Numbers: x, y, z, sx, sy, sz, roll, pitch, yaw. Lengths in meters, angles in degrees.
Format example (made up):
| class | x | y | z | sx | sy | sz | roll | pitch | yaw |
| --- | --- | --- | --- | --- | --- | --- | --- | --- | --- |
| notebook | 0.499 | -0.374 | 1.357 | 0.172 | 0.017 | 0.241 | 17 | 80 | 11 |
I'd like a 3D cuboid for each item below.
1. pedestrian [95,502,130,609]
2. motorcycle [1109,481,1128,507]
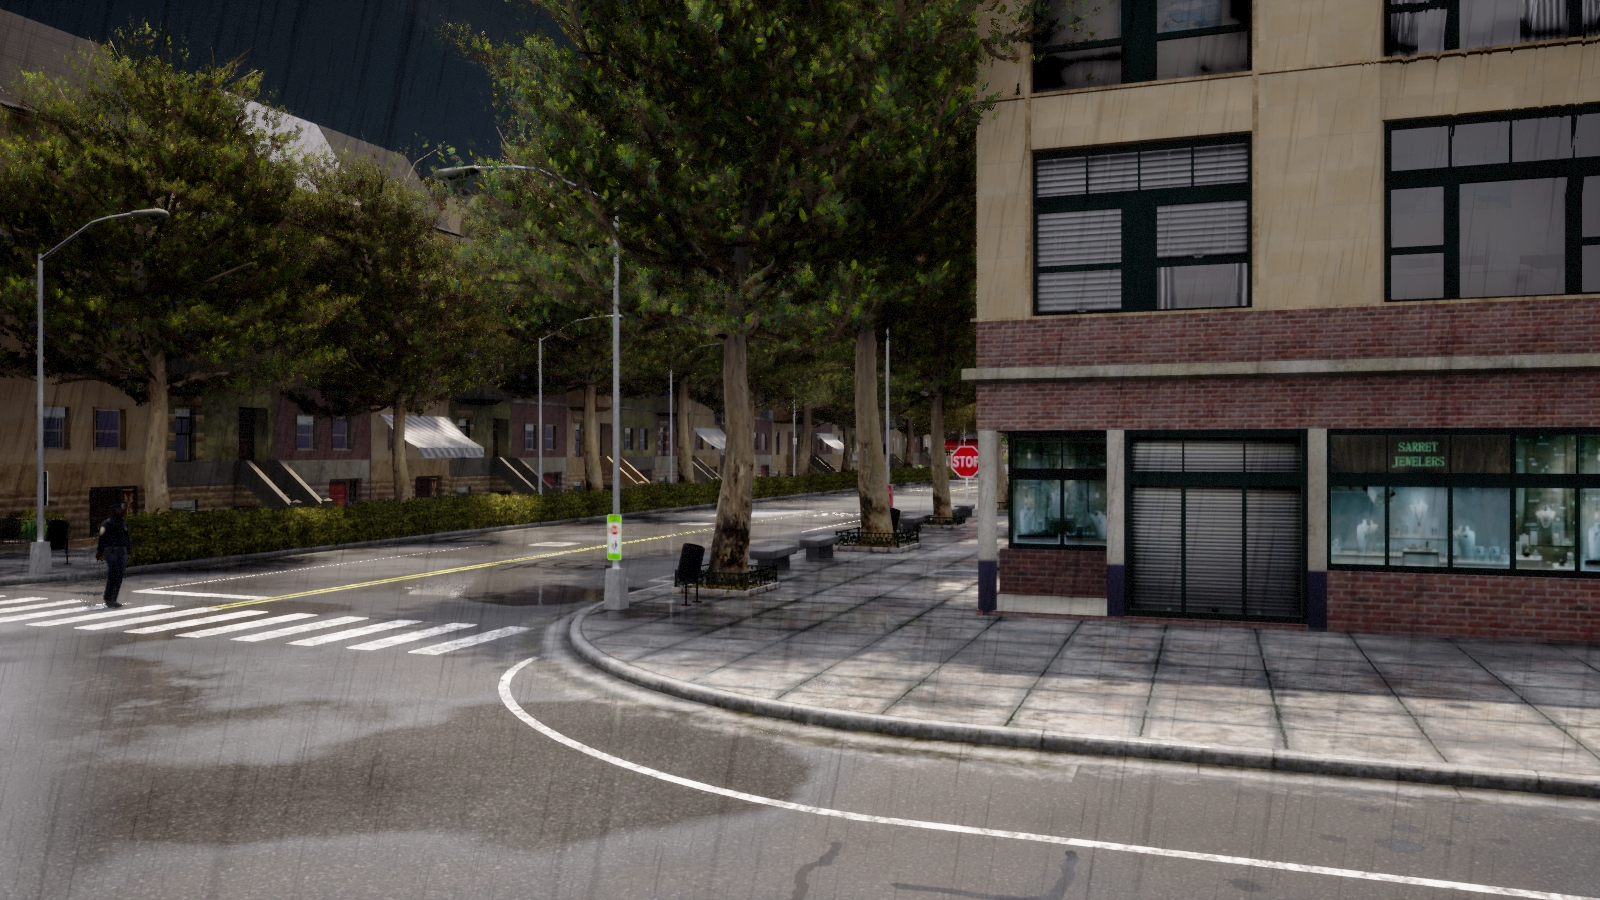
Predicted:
| class | x | y | z | sx | sy | sz | roll | pitch | yaw |
| --- | --- | --- | --- | --- | --- | --- | --- | --- | --- |
| pedestrian | -12.179 | 1.856 | 20.248 | 0.375 | 1.860 | 0.375 | 0 | 0 | 21 |
| motorcycle | 16.034 | 2.184 | 57.488 | 0.856 | 1.236 | 1.805 | -2 | -1 | 17 |
